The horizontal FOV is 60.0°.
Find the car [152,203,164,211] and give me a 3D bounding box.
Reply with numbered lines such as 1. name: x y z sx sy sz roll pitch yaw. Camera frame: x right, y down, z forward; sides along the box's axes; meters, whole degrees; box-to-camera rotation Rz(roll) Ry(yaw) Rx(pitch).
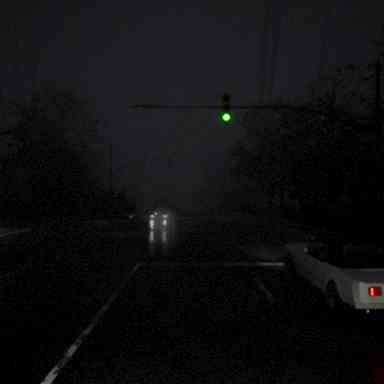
1. car: -6.320 2.752 62.004 1.994 1.385 4.181 0 -2 -10

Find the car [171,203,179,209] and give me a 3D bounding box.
1. car: -4.975 2.997 72.051 1.882 1.535 5.008 0 -2 -19

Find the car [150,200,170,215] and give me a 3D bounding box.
1. car: -4.091 2.091 41.986 1.837 1.490 4.892 0 -1 -3

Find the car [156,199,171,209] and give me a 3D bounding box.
1. car: -4.889 2.077 52.079 2.150 2.045 5.566 0 -2 -6

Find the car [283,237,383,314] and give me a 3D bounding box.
1. car: 3.596 1.696 7.731 1.895 1.301 4.718 0 -1 0
